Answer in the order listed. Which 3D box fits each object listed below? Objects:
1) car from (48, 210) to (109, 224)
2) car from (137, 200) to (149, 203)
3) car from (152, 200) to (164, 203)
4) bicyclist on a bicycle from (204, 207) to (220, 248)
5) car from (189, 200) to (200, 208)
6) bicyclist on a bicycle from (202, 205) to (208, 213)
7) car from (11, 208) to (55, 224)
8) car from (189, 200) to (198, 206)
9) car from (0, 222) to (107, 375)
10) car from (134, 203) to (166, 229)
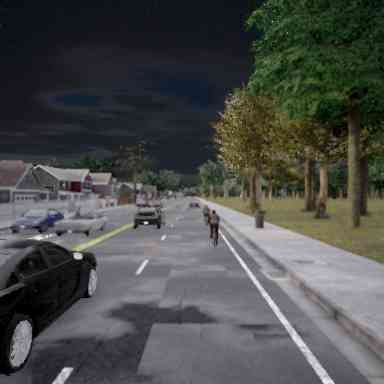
[{"bbox_3d":[-6.494,1.828,19.911,1.895,1.301,4.718,0,-1,0],"label":"car"},{"bbox_3d":[-9.435,2.222,63.608,1.882,1.535,5.008,0,-1,1],"label":"car"},{"bbox_3d":[-6.223,2.219,61.051,1.837,1.490,4.892,0,-1,1],"label":"car"},{"bbox_3d":[0.977,1.621,14.680,0.582,1.620,1.656,0,-1,0],"label":"bicyclist on a bicycle"},{"bbox_3d":[0.438,2.253,62.028,1.812,1.442,4.674,0,-1,1],"label":"car"},{"bbox_3d":[1.027,1.725,23.684,0.582,1.620,1.656,0,-1,0],"label":"bicyclist on a bicycle"},{"bbox_3d":[-9.733,1.771,21.439,1.812,1.442,4.674,0,-1,0],"label":"car"},{"bbox_3d":[0.410,2.462,74.144,1.895,1.301,4.718,0,-1,0],"label":"car"},{"bbox_3d":[-3.120,1.544,5.715,1.882,1.535,5.008,0,-1,0],"label":"car"},{"bbox_3d":[-3.017,1.783,24.215,1.837,1.490,4.892,0,-1,0],"label":"car"}]
